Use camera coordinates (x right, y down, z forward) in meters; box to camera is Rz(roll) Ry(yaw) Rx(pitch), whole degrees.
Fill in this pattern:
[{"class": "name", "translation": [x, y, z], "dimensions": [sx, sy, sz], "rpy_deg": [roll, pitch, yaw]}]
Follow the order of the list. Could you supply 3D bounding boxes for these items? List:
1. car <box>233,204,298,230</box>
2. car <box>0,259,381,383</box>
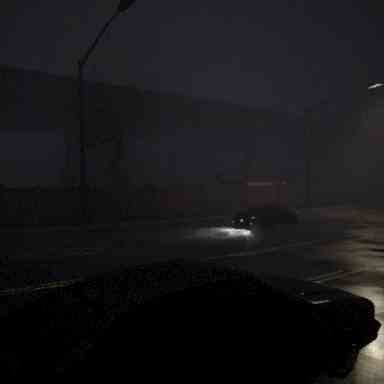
[{"class": "car", "translation": [4.447, 1.405, 20.059], "dimensions": [4.181, 1.385, 1.994], "rpy_deg": [-1, 1, -35]}, {"class": "car", "translation": [-0.048, 1.532, 3.713], "dimensions": [5.357, 1.411, 2.033], "rpy_deg": [-1, 0, -36]}]
